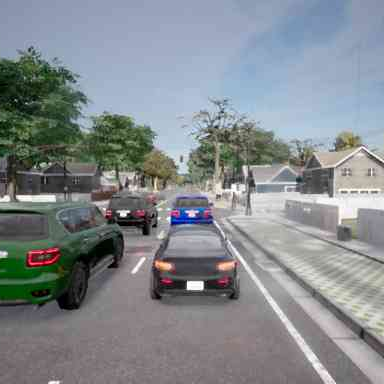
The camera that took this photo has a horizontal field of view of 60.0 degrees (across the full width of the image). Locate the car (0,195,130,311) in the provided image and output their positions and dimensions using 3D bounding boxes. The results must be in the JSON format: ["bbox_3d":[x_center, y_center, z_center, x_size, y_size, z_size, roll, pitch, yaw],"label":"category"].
[{"bbox_3d":[-3.184,1.211,7.893,2.150,2.045,5.566,0,0,1],"label":"car"}]

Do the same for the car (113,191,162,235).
[{"bbox_3d":[-3.215,1.158,18.440,2.150,2.045,5.566,0,0,1],"label":"car"}]

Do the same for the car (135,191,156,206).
[{"bbox_3d":[-6.566,0.881,47.636,2.150,2.045,5.566,0,1,0],"label":"car"}]

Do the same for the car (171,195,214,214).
[{"bbox_3d":[0.033,1.159,18.314,2.150,2.045,5.566,0,0,1],"label":"car"}]

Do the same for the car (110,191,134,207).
[{"bbox_3d":[-9.818,0.884,47.031,2.150,2.045,5.566,0,1,0],"label":"car"}]

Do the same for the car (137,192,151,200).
[{"bbox_3d":[-9.719,0.824,67.906,2.128,1.511,4.902,0,1,0],"label":"car"}]

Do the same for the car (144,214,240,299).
[{"bbox_3d":[0.071,1.513,8.281,1.812,1.442,4.674,0,0,0],"label":"car"}]

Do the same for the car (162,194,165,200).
[{"bbox_3d":[-6.480,0.933,66.311,1.994,1.385,4.181,0,1,0],"label":"car"}]
